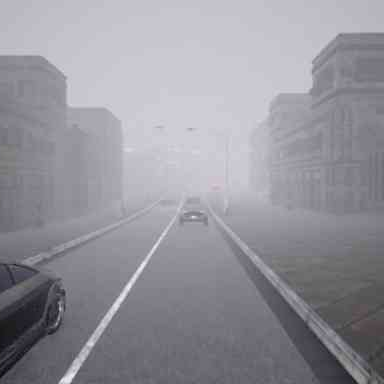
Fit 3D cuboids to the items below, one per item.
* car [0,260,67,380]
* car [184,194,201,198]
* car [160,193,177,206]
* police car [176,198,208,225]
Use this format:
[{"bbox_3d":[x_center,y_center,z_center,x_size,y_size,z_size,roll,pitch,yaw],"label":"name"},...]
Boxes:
[{"bbox_3d":[-3.098,1.562,3.916,1.994,1.385,4.181,0,0,0],"label":"car"},{"bbox_3d":[0.113,1.010,42.485,2.163,1.488,4.792,0,3,0],"label":"car"},{"bbox_3d":[-3.075,0.906,44.018,1.882,1.535,5.008,0,3,0],"label":"car"},{"bbox_3d":[0.108,1.488,24.397,2.038,1.542,4.974,0,0,0],"label":"police car"}]
